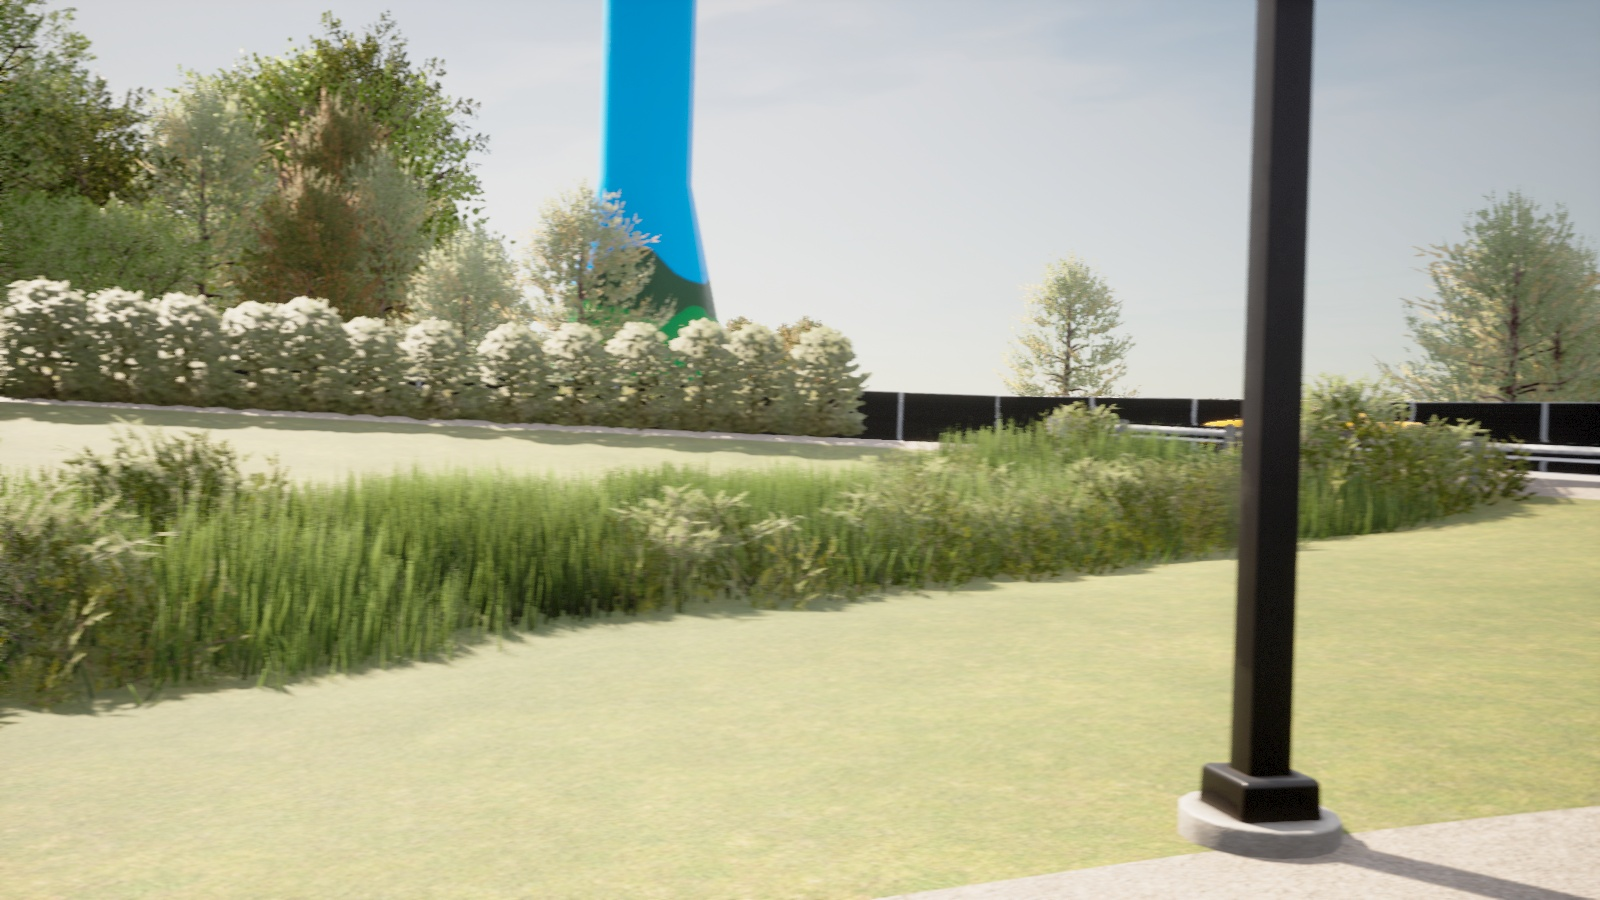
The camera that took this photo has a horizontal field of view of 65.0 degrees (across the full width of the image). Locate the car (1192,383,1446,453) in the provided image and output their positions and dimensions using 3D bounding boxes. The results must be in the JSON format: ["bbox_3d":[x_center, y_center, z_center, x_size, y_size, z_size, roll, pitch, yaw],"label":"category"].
[{"bbox_3d":[12.513,-0.812,30.511,5.366,1.575,1.801,2,2,38],"label":"car"}]
